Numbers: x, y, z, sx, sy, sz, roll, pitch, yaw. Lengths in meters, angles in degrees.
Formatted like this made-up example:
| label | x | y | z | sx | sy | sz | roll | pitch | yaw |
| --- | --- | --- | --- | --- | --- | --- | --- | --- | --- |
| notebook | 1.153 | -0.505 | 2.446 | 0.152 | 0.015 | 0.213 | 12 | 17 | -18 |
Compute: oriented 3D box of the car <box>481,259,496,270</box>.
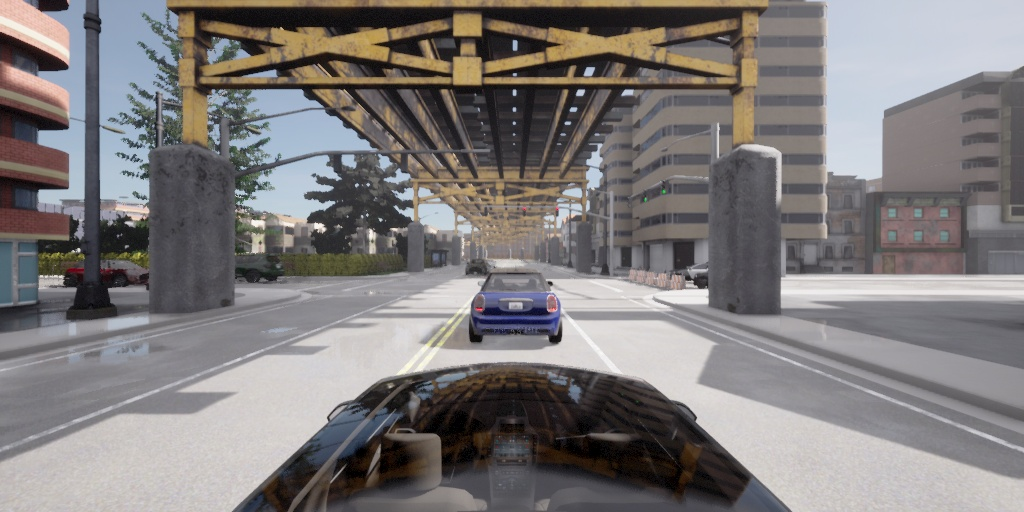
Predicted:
| label | x | y | z | sx | sy | sz | roll | pitch | yaw |
| --- | --- | --- | --- | --- | --- | --- | --- | --- | --- |
| car | -3.420 | 1.191 | 52.534 | 1.812 | 1.442 | 4.674 | 0 | 0 | 0 |

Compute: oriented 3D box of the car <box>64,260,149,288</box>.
| label | x | y | z | sx | sy | sz | roll | pitch | yaw |
| --- | --- | --- | --- | --- | --- | --- | --- | --- | --- |
| car | -24.905 | 1.016 | 22.511 | 4.553 | 1.767 | 2.097 | 0 | 0 | 1 |

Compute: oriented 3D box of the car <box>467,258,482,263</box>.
| label | x | y | z | sx | sy | sz | roll | pitch | yaw |
| --- | --- | --- | --- | --- | --- | --- | --- | --- | --- |
| car | -3.503 | 1.042 | 36.789 | 2.097 | 1.767 | 4.553 | 0 | 0 | 1 |

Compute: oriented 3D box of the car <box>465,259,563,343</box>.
| label | x | y | z | sx | sy | sz | roll | pitch | yaw |
| --- | --- | --- | --- | --- | --- | --- | --- | --- | --- |
| car | 0.100 | 1.091 | 9.843 | 2.097 | 1.767 | 4.553 | 0 | 0 | 1 |

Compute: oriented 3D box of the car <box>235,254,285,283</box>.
| label | x | y | z | sx | sy | sz | roll | pitch | yaw |
| --- | --- | --- | --- | --- | --- | --- | --- | --- | --- |
| car | -19.707 | 0.892 | 26.188 | 5.566 | 2.045 | 2.150 | 0 | 0 | 0 |
